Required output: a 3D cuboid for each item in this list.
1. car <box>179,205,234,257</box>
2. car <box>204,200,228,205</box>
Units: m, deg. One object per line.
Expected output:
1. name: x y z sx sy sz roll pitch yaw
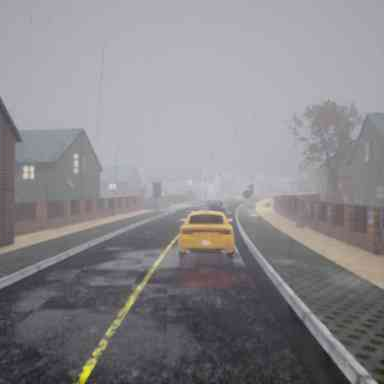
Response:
1. car: 0.582 1.474 13.044 1.882 1.535 5.008 0 0 3
2. car: 1.992 1.434 28.264 2.128 1.511 4.902 0 0 7
